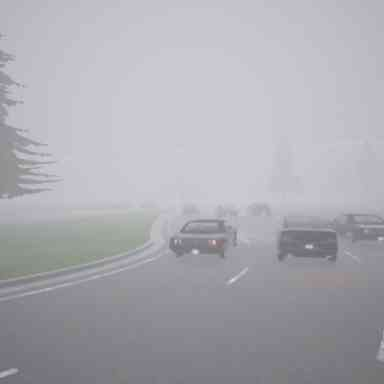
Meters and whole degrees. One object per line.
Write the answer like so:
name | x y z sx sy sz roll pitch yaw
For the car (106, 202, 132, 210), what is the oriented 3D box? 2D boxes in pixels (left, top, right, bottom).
car | -11.528 2.272 54.109 1.895 1.301 4.718 -1 -1 13

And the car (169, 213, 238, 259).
car | 0.662 1.738 13.371 1.895 1.301 4.718 -1 -1 14

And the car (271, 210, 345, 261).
car | 4.180 1.577 12.794 1.882 1.535 5.008 0 0 12

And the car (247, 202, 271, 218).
car | 6.902 1.803 34.397 1.837 1.490 4.892 -1 -1 0

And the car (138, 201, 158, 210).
car | -7.362 2.206 56.564 2.033 1.411 5.357 -1 -1 13

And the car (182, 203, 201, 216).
car | -0.053 1.917 37.246 1.812 1.442 4.674 -1 -1 1

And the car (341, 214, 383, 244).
car | 7.969 1.702 16.284 1.895 1.301 4.718 0 -1 -1

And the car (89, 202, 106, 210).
car | -14.978 2.310 54.703 1.895 1.301 4.718 -1 -1 13

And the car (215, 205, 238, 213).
car | 3.394 1.923 33.629 1.895 1.301 4.718 -1 -1 -1
